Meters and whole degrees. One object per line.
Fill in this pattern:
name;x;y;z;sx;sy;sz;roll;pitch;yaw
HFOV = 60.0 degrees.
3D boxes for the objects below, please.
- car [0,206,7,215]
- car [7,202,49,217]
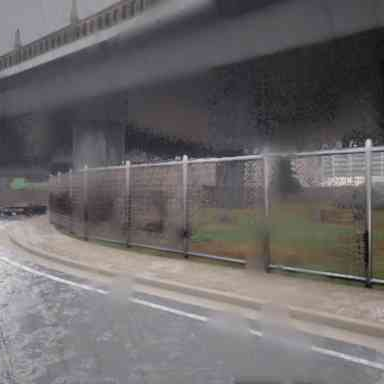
car;-18.152;1.289;28.195;2.097;1.767;4.553;0;0;-3
car;-14.839;1.540;30.118;1.895;1.301;4.718;0;0;1
